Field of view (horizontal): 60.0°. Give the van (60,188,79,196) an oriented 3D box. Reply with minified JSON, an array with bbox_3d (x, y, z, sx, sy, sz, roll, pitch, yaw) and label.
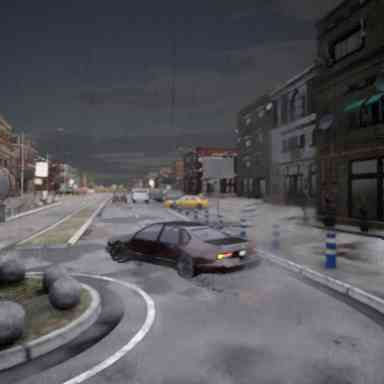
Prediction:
[{"bbox_3d":[-32.200,0.037,87.537,4.442,1.987,1.878,1,0,-12],"label":"van"}]

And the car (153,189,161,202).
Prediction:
[{"bbox_3d":[-2.214,0.705,46.218,5.566,2.045,2.435,1,1,-12],"label":"car"}]

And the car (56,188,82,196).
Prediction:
[{"bbox_3d":[-31.763,0.032,84.790,5.566,2.045,2.435,1,0,-12],"label":"car"}]

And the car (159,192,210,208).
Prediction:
[{"bbox_3d":[-0.665,1.131,38.100,5.366,1.575,1.946,1,1,-12],"label":"car"}]

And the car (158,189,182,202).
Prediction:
[{"bbox_3d":[-1.688,0.886,43.516,4.553,1.767,2.185,1,1,-12],"label":"car"}]

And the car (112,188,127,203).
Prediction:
[{"bbox_3d":[-10.762,0.658,49.661,2.097,1.767,4.553,1,1,-12],"label":"car"}]

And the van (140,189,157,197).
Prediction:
[{"bbox_3d":[-12.129,0.238,92.021,4.442,1.987,1.878,1,0,-12],"label":"van"}]

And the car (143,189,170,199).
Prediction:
[{"bbox_3d":[-7.564,0.358,70.442,5.566,2.045,2.435,1,0,-12],"label":"car"}]

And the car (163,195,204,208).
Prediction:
[{"bbox_3d":[-1.069,1.113,40.835,4.674,1.452,2.002,1,1,-12],"label":"car"}]

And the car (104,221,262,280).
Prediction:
[{"bbox_3d":[-0.544,1.615,10.270,5.357,1.411,2.033,0,-1,43],"label":"car"}]

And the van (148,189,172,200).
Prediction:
[{"bbox_3d":[-6.220,0.438,64.966,4.442,1.987,1.878,1,0,-12],"label":"van"}]

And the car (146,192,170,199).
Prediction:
[{"bbox_3d":[-6.947,0.674,67.755,4.674,1.452,2.002,1,0,-12],"label":"car"}]

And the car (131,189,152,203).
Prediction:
[{"bbox_3d":[-7.701,0.567,49.684,2.150,2.045,5.566,1,1,-12],"label":"car"}]

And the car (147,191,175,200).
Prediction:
[{"bbox_3d":[-5.768,0.693,62.371,5.008,1.535,2.097,1,1,-12],"label":"car"}]

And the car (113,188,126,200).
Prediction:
[{"bbox_3d":[-12.908,0.379,59.243,2.150,2.045,5.566,1,1,-12],"label":"car"}]

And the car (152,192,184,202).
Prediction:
[{"bbox_3d":[-4.004,0.809,54.294,4.892,1.521,2.231,1,1,-12],"label":"car"}]

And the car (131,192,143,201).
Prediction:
[{"bbox_3d":[-9.974,0.692,59.856,1.837,1.490,4.892,1,1,-12],"label":"car"}]

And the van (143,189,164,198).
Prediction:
[{"bbox_3d":[-8.826,0.345,75.808,4.442,1.987,1.878,1,0,-12],"label":"van"}]
